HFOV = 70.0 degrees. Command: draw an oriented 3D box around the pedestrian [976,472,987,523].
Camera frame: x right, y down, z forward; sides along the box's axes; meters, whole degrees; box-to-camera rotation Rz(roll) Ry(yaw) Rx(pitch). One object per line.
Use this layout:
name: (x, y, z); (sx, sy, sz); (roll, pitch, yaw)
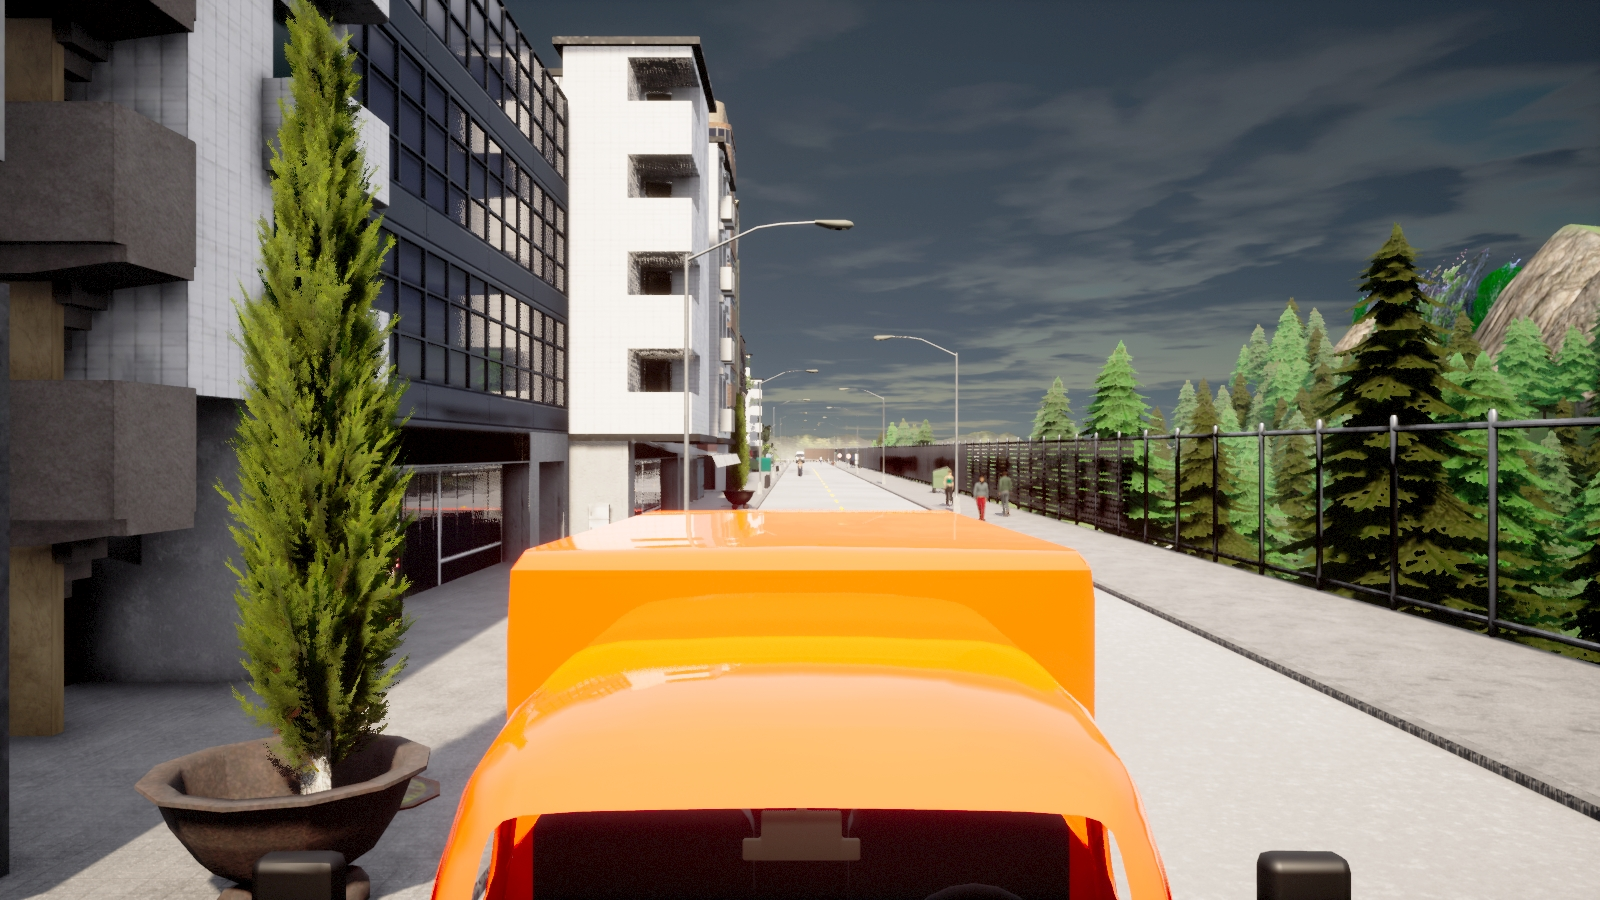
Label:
pedestrian: (6.692, 1.761, 42.044); (0.375, 1.860, 0.375); (0, 0, 6)

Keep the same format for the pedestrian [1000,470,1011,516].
pedestrian: (8.376, 1.763, 46.550); (0.375, 1.860, 0.375); (0, 0, -7)

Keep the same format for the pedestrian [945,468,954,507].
pedestrian: (7.099, 1.766, 54.301); (0.375, 1.860, 0.375); (0, 0, -7)

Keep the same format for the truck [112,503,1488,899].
truck: (0.000, 1.571, 4.781); (2.627, 2.467, 5.204); (0, 0, 0)
